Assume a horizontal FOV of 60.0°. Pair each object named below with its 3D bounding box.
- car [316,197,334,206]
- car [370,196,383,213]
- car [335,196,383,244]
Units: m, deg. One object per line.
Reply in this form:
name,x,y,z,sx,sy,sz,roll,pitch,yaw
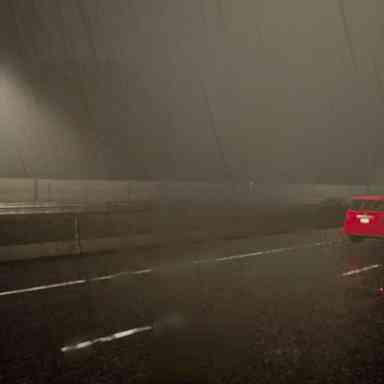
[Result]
car,18.017,1.465,42.861,4.892,1.490,1.837,0,0,-36
car,22.042,1.313,37.135,4.553,1.767,2.097,0,0,-36
car,8.891,1.201,14.485,5.566,2.045,2.150,0,0,-36
